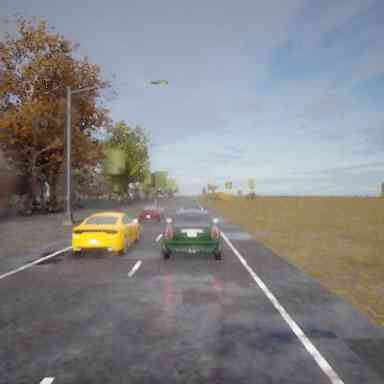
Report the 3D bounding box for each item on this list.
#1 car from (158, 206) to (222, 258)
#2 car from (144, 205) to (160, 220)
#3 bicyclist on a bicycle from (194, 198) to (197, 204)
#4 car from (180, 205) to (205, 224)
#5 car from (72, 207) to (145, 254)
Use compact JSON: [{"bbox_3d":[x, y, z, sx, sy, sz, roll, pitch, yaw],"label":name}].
[{"bbox_3d":[0.020,1.490,13.445,2.097,1.767,4.553,0,-1,0],"label":"car"},{"bbox_3d":[-3.480,1.822,28.899,1.812,1.442,4.674,0,0,1],"label":"car"},{"bbox_3d":[0.939,2.389,92.395,0.866,1.612,1.509,0,-1,0],"label":"bicyclist on a bicycle"},{"bbox_3d":[0.019,1.857,28.499,1.994,1.385,4.181,0,0,0],"label":"car"},{"bbox_3d":[-3.473,1.624,14.262,1.882,1.535,5.008,0,0,1],"label":"car"}]
